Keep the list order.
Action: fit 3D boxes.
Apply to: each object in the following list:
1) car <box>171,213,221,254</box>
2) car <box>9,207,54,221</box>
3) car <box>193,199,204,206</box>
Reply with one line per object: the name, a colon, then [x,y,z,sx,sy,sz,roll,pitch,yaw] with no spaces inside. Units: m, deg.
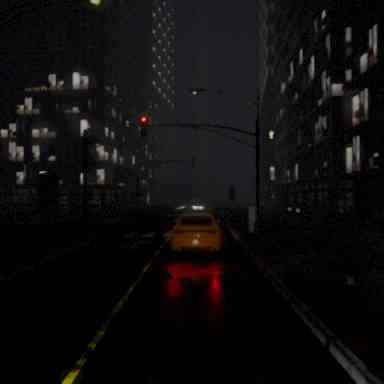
car: [0.216,1.613,14.121,1.882,1.535,5.008,0,0,2]
car: [-16.268,2.175,33.681,4.403,1.369,2.008,-1,0,10]
car: [1.376,2.070,66.490,2.128,1.511,4.902,0,0,8]
